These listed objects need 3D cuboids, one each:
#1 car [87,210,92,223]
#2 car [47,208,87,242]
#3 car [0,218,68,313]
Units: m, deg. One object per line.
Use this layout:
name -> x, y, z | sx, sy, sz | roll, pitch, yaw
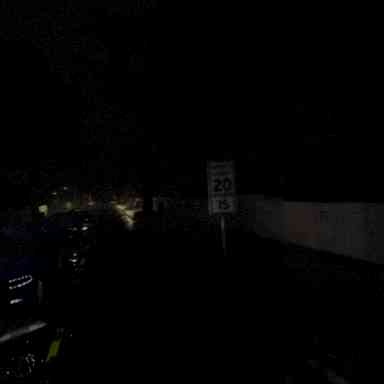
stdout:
car -> -10.177, 2.137, 30.067 | 1.994, 1.385, 4.181 | -3, 0, -14
car -> -7.165, 1.879, 18.476 | 1.882, 1.535, 5.008 | -3, 0, -15
car -> -4.511, 1.730, 8.348 | 1.882, 1.535, 5.008 | -3, 0, -15
